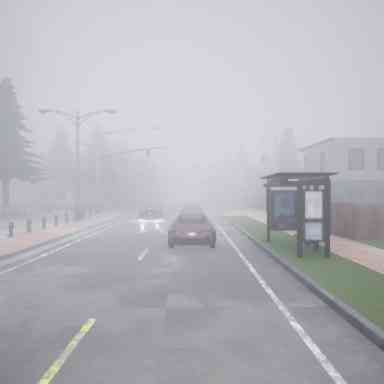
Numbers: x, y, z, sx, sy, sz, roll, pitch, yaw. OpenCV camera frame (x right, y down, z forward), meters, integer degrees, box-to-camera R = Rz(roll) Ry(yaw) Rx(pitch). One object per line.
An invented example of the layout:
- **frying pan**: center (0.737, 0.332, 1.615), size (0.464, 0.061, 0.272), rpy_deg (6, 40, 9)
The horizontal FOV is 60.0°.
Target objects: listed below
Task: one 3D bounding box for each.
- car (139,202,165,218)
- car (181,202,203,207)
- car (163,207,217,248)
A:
- **car**: center (-3.500, 1.599, 29.660), size (1.994, 1.385, 4.181), rpy_deg (0, 0, 0)
- **car**: center (0.000, 1.571, 29.650), size (1.994, 1.385, 4.181), rpy_deg (0, 0, 0)
- **car**: center (0.000, 1.571, 14.650), size (1.994, 1.385, 4.181), rpy_deg (0, 0, 0)
